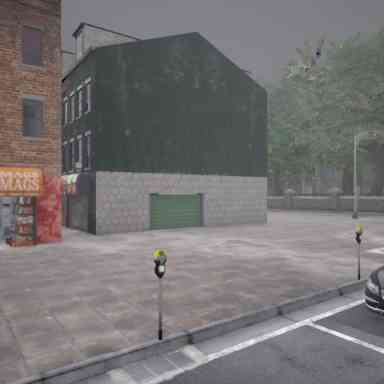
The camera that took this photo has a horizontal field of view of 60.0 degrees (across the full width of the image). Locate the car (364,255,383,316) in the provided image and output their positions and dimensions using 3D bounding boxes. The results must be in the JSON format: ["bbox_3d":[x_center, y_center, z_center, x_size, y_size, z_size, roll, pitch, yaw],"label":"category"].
[{"bbox_3d":[5.046,1.551,6.424,4.403,1.369,2.008,0,0,-36],"label":"car"}]
